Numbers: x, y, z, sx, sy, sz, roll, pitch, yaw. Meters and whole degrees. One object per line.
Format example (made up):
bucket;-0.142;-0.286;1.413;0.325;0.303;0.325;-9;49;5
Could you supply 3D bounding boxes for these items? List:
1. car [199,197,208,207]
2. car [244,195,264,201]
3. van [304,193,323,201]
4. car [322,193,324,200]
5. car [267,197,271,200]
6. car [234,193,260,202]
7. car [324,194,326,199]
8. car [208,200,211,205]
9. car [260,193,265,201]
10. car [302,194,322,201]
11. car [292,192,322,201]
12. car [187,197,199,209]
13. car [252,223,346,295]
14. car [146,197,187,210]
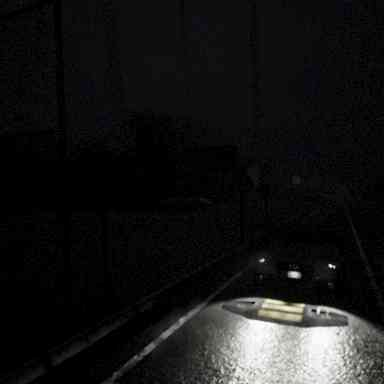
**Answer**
car;-0.759;1.405;46.551;5.008;1.535;2.097;0;0;24
car;15.494;1.432;83.089;4.674;1.452;2.002;0;0;24
van;32.106;1.229;87.988;4.442;1.987;1.878;0;0;24
car;26.288;1.116;75.236;5.566;2.045;2.435;0;0;24
car;17.784;1.299;88.165;4.553;1.767;2.185;0;0;24
car;12.107;1.367;75.451;5.008;1.535;2.097;0;0;24
car;29.702;1.161;82.922;5.566;2.045;2.435;0;0;24
car;0.528;1.441;49.425;4.674;1.452;2.002;0;0;24
car;14.359;1.380;80.543;5.008;1.535;2.097;0;0;24
car;30.892;1.306;85.457;4.553;1.767;2.185;0;0;24
car;25.182;1.361;72.662;4.892;1.521;2.231;0;0;24
car;-2.079;1.410;43.556;4.892;1.521;2.231;0;0;24
car;2.943;1.551;8.782;1.994;1.385;4.181;0;0;24
car;-3.412;1.454;40.564;4.674;1.452;2.002;0;0;24
